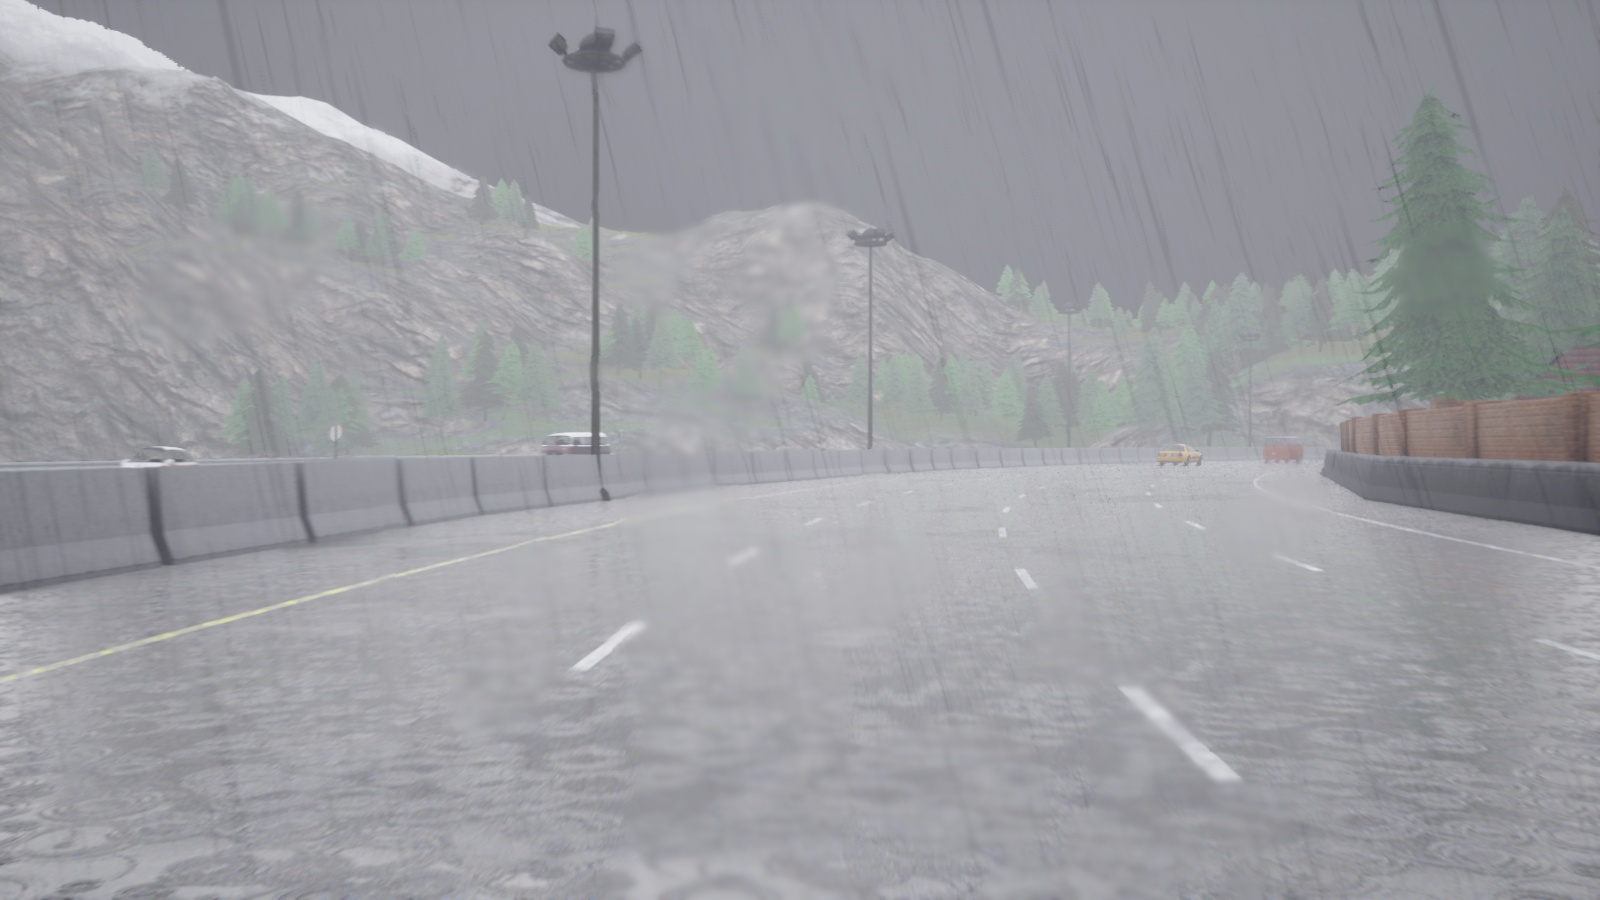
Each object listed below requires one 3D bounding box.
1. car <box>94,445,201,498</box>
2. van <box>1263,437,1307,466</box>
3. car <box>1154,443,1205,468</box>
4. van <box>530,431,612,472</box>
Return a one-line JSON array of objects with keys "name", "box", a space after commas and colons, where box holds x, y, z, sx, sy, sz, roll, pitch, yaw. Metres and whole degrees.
[{"name": "car", "box": [-17.456, 0.555, 33.659, 1.481, 1.376, 2.207, 0, 0, 11]}, {"name": "van", "box": [34.754, 0.111, 89.973, 1.775, 1.987, 4.442, 0, 0, 38]}, {"name": "car", "box": [24.882, 0.308, 82.211, 1.801, 1.575, 5.366, 1, 0, 33]}, {"name": "van", "box": [-11.764, 0.069, 64.731, 2.069, 2.038, 4.480, 0, 0, 22]}]
